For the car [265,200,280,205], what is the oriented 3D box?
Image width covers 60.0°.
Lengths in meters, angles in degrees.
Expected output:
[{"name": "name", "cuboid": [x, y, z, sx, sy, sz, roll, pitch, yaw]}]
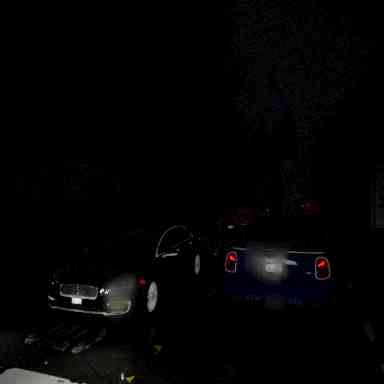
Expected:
[{"name": "car", "cuboid": [7.918, 1.544, 33.710, 1.994, 1.385, 4.181, 0, 1, 20]}]

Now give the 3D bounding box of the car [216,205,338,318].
[{"name": "car", "cuboid": [2.141, 1.357, 7.823, 2.097, 1.767, 4.553, 0, 0, 19]}]

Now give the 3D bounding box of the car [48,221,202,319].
[{"name": "car", "cuboid": [-1.134, 1.510, 7.696, 1.837, 1.490, 4.892, 0, 0, 18]}]

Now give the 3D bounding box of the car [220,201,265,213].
[{"name": "car", "cuboid": [2.743, 1.489, 18.962, 1.882, 1.535, 5.008, 0, 0, 19]}]

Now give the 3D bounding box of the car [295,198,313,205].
[{"name": "car", "cuboid": [12.610, 1.510, 37.688, 2.033, 1.411, 5.357, 0, 0, 20]}]

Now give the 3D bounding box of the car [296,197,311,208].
[{"name": "car", "cuboid": [15.669, 1.468, 46.629, 1.994, 1.385, 4.181, 0, 0, 19]}]
